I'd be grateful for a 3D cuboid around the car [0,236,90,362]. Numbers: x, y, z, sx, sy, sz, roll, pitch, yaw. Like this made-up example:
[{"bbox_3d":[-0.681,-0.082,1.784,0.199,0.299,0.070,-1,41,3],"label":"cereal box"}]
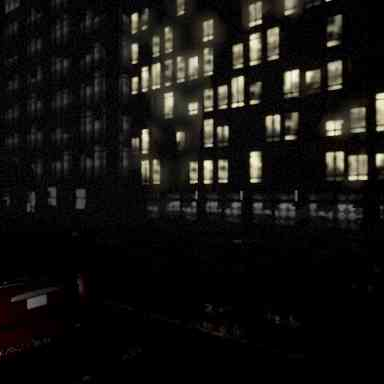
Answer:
[{"bbox_3d":[-3.576,1.440,5.425,4.097,1.590,1.967,0,0,35],"label":"car"}]
